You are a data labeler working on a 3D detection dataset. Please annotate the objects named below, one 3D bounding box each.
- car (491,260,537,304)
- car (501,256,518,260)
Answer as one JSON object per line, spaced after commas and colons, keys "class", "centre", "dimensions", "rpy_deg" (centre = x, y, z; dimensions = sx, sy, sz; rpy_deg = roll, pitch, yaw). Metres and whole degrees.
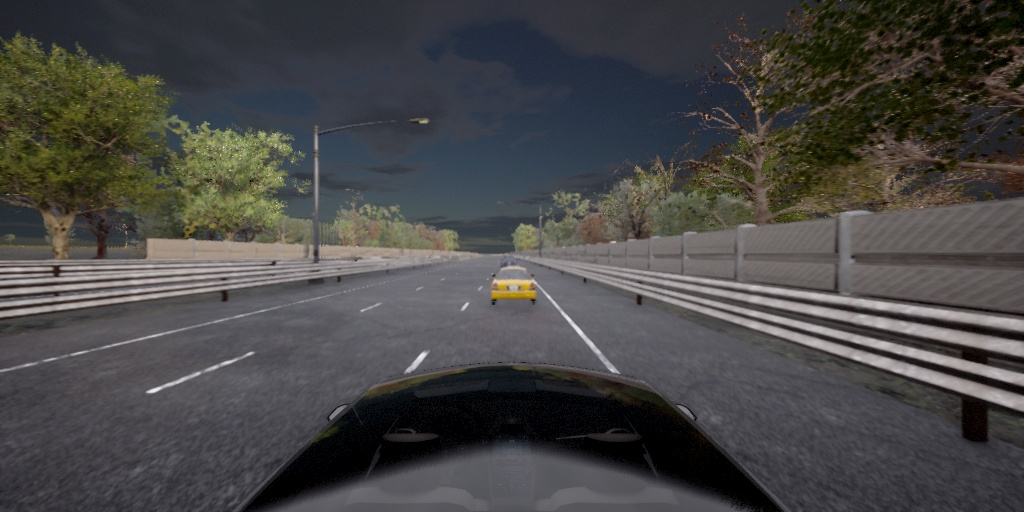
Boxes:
{"class": "car", "centre": [0.056, 1.114, 15.655], "dimensions": [1.801, 1.575, 5.366], "rpy_deg": [0, 0, 0]}
{"class": "car", "centre": [-0.314, 0.803, 44.895], "dimensions": [2.097, 1.767, 4.553], "rpy_deg": [0, 0, -1]}
